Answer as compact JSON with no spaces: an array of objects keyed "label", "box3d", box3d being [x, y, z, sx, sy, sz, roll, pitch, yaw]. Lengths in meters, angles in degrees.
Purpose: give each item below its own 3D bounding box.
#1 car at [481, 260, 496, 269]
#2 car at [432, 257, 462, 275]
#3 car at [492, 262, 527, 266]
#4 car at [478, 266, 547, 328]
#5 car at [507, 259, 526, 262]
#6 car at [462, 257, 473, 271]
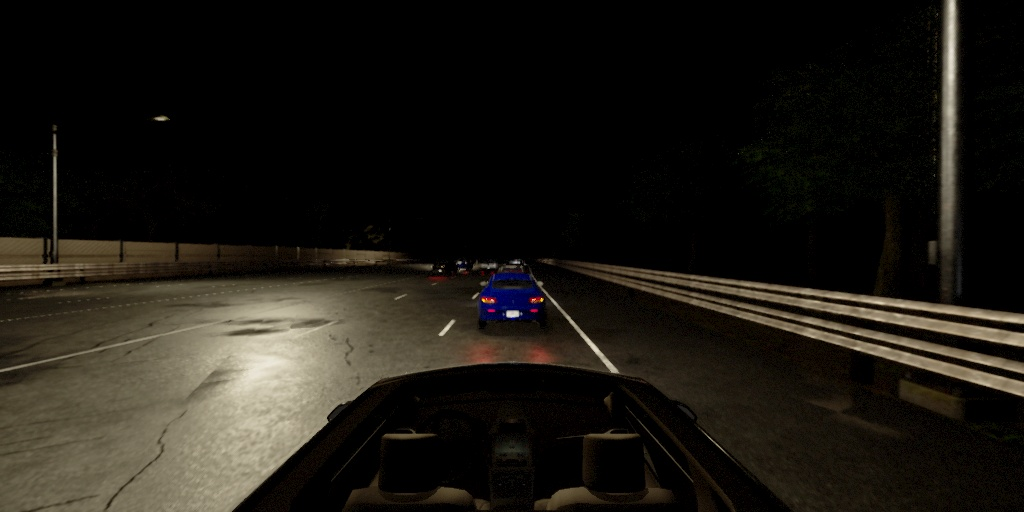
[{"label":"car","box3d":[-2.756,1.184,45.766,1.895,1.301,4.718,0,0,2]},{"label":"car","box3d":[-6.618,1.117,35.758,1.837,1.490,4.892,0,0,2]},{"label":"car","box3d":[0.011,1.232,21.248,1.895,1.301,4.718,0,0,0]},{"label":"car","box3d":[-0.004,1.214,10.925,1.812,1.442,4.674,0,0,-1]},{"label":"car","box3d":[0.240,1.072,31.356,2.128,1.511,4.902,0,0,2]},{"label":"car","box3d":[-6.275,0.951,45.868,2.097,1.767,4.553,0,0,2]}]
